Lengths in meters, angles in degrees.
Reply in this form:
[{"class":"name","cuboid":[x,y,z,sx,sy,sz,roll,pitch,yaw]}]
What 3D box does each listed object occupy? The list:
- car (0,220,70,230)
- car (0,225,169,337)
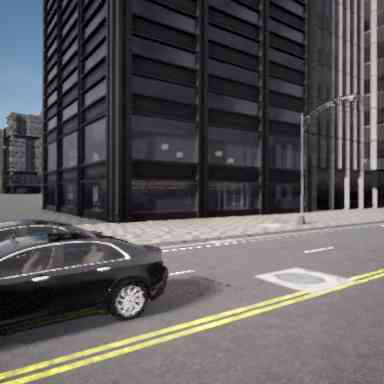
[{"class":"car","cuboid":[-4.623,1.508,8.370,4.892,1.490,1.837,0,0,-35]},{"class":"car","cuboid":[-2.730,1.508,5.730,4.892,1.490,1.837,0,0,-35]}]
